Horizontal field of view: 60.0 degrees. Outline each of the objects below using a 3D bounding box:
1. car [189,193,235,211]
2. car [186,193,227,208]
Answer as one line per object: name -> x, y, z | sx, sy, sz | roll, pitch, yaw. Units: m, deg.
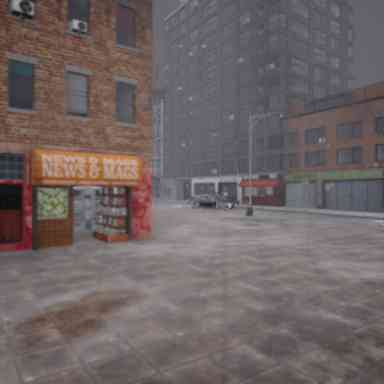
car -> 1.988, 0.963, 31.555 | 2.128, 1.511, 4.902 | 0, 1, -35
car -> 1.539, 0.896, 37.300 | 2.128, 1.511, 4.902 | 0, 1, -35
